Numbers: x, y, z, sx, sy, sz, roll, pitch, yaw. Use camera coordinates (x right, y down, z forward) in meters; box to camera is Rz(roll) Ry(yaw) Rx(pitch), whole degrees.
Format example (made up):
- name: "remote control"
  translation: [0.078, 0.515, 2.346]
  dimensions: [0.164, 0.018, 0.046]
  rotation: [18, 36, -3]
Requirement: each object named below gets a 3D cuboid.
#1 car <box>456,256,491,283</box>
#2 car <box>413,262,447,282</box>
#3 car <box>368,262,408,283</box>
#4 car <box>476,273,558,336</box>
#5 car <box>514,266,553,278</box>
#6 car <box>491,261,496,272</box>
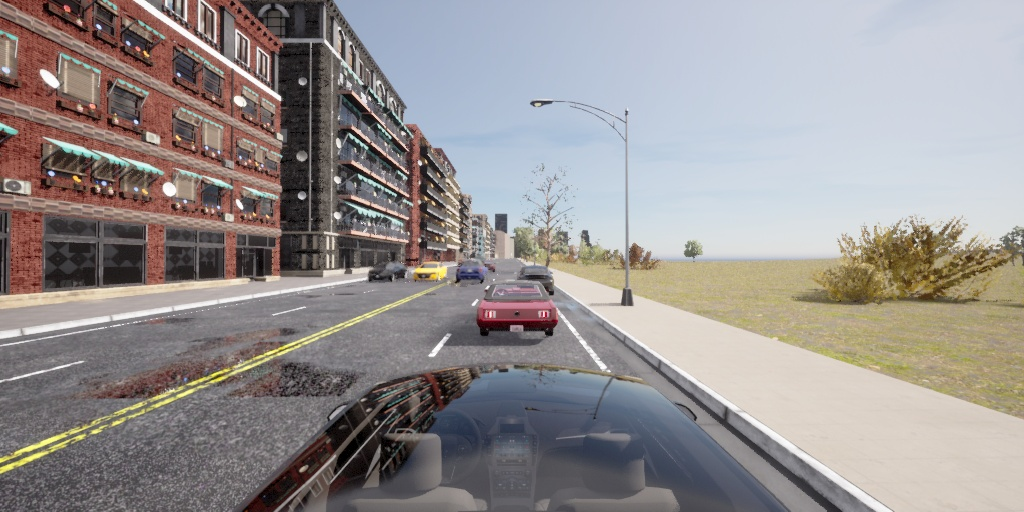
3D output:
- name: "car"
  translation: [-3.059, 1.104, 28.092]
  dimensions: [2.097, 1.767, 4.553]
  rotation: [0, 0, 0]
- name: "car"
  translation: [-6.508, 1.230, 28.910]
  dimensions: [1.882, 1.535, 5.008]
  rotation: [0, 0, 0]
- name: "car"
  translation: [-9.759, 1.230, 28.506]
  dimensions: [1.882, 1.535, 5.008]
  rotation: [0, 0, 0]
- name: "car"
  translation: [0.128, 1.352, 10.336]
  dimensions: [1.895, 1.301, 4.718]
  rotation: [0, 0, 0]
- name: "car"
  translation: [1.198, 1.257, 19.537]
  dimensions: [1.837, 1.490, 4.892]
  rotation: [0, 0, 0]
- name: "car"
  translation: [-3.000, 1.277, 44.992]
  dimensions: [1.812, 1.442, 4.674]
  rotation: [0, 0, 0]
